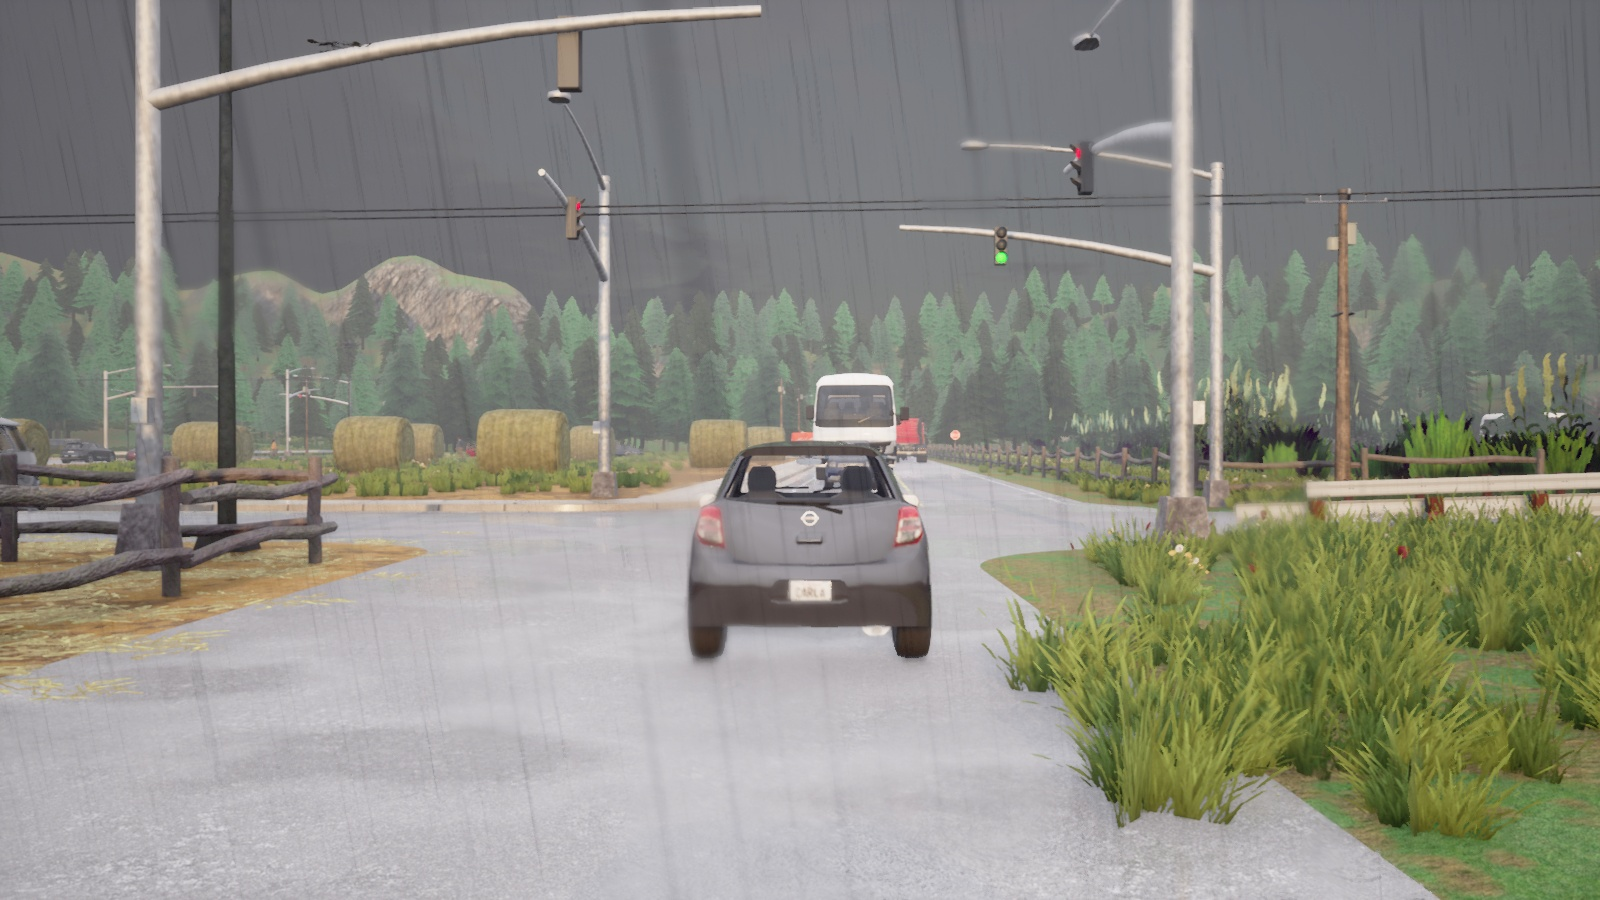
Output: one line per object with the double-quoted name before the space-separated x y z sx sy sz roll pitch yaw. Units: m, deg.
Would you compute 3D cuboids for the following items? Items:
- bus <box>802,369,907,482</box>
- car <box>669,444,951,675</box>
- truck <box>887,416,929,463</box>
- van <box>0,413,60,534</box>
"bus" 2.328 -0.946 52.378 3.944 4.253 10.273 0 0 3
"car" 0.072 0.707 10.033 1.845 1.501 3.633 0 0 0
"truck" 8.163 -0.780 95.524 2.891 3.462 7.936 0 0 3
"van" -15.372 0.367 21.419 4.442 1.987 1.775 0 0 0
